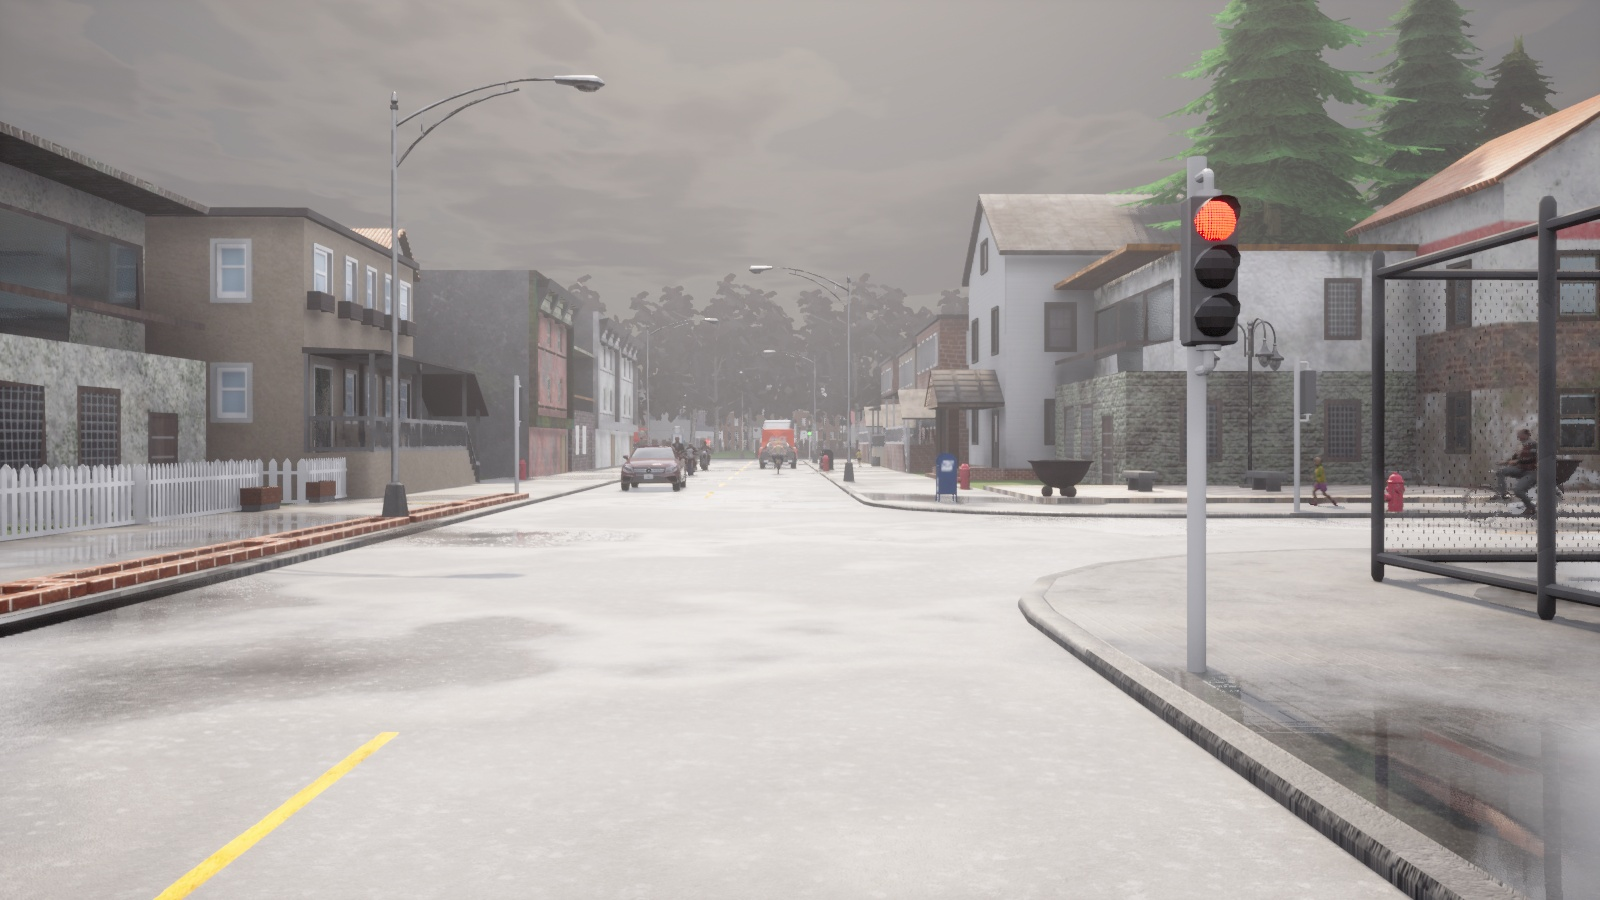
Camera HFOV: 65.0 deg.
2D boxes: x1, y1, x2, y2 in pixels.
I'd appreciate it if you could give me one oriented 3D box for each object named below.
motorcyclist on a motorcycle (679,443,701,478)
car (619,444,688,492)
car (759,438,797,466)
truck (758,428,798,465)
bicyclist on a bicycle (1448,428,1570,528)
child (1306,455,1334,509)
[{"bbox_3d":[-4.990,0.455,57.095,0.866,1.530,2.191,0,0,-1],"label":"motorcyclist on a motorcycle"},{"bbox_3d":[-4.706,0.538,40.827,1.812,1.442,4.674,0,0,-2],"label":"car"},{"bbox_3d":[-1.310,0.101,74.965,2.152,1.651,5.027,0,0,-1],"label":"car"},{"bbox_3d":[-1.517,-0.229,86.407,2.627,2.467,5.204,0,0,-1],"label":"truck"},{"bbox_3d":[12.868,0.499,22.823,1.843,1.776,0.659,0,0,-1],"label":"bicyclist on a bicycle"},{"bbox_3d":[11.189,0.688,27.020,0.473,1.160,0.299,0,0,-4],"label":"child"}]
